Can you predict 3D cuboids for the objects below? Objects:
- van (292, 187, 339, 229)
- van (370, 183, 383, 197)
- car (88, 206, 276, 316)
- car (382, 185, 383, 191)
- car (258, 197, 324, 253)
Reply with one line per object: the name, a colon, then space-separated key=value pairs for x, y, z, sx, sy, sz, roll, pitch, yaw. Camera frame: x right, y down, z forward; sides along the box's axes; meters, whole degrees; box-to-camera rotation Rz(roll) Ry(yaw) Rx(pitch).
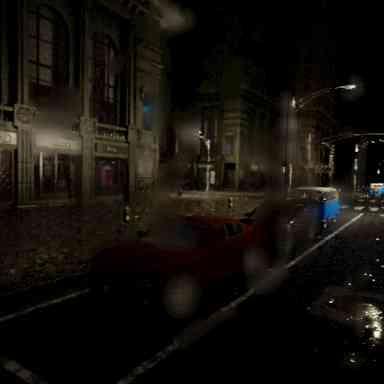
van: x=5.887 y=0.671 z=15.921 sx=1.690 sy=1.788 sz=3.998 roll=4 pitch=3 yaw=33
van: x=26.586 y=-0.331 z=47.755 sx=1.690 sy=1.788 sz=3.998 roll=3 pitch=3 yaw=33
car: x=-0.021 y=1.164 z=6.861 sx=1.887 sy=1.381 sz=4.507 roll=4 pitch=3 yaw=33
car: x=41.645 y=-0.804 z=70.911 sx=1.802 sy=1.307 sz=4.206 roll=3 pitch=3 yaw=33
car: x=2.930 y=1.040 z=11.397 sx=1.947 sy=1.339 sz=4.313 roll=4 pitch=3 yaw=33
